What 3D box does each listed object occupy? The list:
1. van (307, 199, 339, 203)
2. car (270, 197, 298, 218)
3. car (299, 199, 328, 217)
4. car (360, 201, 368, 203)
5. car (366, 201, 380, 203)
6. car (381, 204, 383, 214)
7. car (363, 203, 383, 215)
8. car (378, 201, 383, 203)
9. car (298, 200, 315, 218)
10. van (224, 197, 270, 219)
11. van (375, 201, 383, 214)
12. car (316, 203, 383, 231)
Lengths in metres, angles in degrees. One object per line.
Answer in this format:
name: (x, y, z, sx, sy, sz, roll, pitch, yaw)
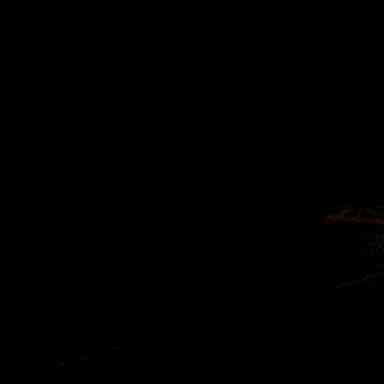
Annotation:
van: (14.052, 1.779, 38.429, 1.878, 1.987, 4.442, 2, -1, -35)
car: (7.334, 1.524, 33.548, 2.435, 2.045, 5.566, 2, -1, -35)
car: (11.860, 1.927, 36.721, 2.231, 1.521, 4.892, 2, -1, -35)
car: (18.530, 2.160, 41.460, 2.097, 1.535, 5.008, 2, -1, -35)
car: (20.890, 2.243, 43.137, 2.097, 1.535, 5.008, 2, -1, -35)
car: (32.171, 2.639, 51.163, 2.097, 1.535, 5.008, 2, -1, -35)
car: (27.767, 2.477, 47.802, 1.946, 1.575, 5.366, 2, -1, -35)
car: (23.148, 2.323, 44.740, 2.231, 1.521, 4.892, 2, -1, -35)
car: (9.708, 1.846, 34.973, 1.946, 1.575, 5.366, 2, -1, -35)
van: (4.924, 1.484, 31.946, 1.878, 1.987, 4.442, 2, -1, -35)
van: (29.989, 2.334, 49.463, 1.878, 1.987, 4.442, 2, -1, -35)
car: (10.330, 1.648, 19.370, 1.946, 1.575, 5.366, 2, -1, -35)
